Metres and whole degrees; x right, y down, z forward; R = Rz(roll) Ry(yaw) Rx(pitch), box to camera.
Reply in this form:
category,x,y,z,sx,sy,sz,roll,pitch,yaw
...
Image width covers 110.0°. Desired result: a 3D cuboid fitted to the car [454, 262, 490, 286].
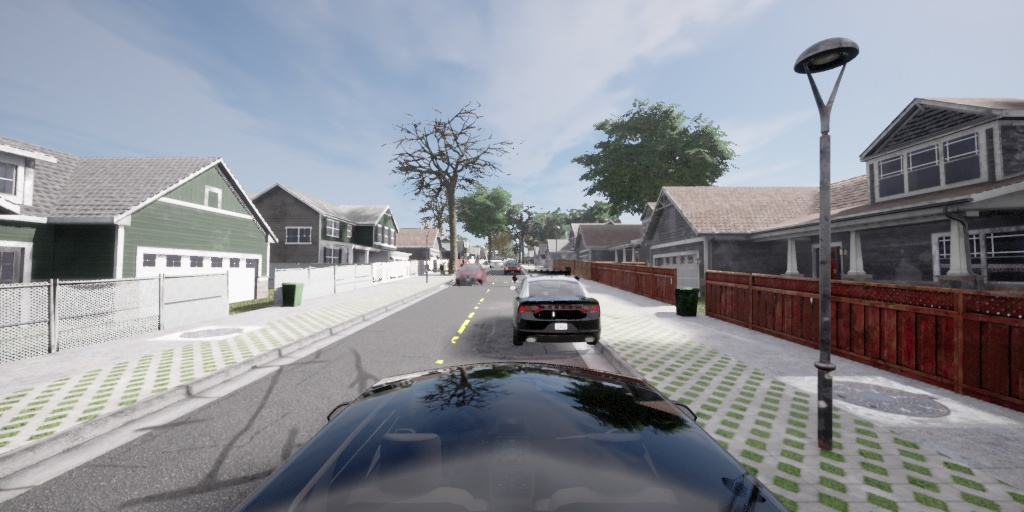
category,x,y,z,sx,sy,sz,roll,pitch,yaw
car,-2.847,1.280,25.667,1.812,1.442,4.674,0,0,0

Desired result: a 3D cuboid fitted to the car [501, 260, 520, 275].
category,x,y,z,sx,sy,sz,roll,pitch,yaw
car,0.086,1.379,39.520,1.895,1.301,4.718,0,0,0

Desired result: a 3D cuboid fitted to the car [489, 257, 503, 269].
category,x,y,z,sx,sy,sz,roll,pitch,yaw
car,-2.742,1.115,62.555,2.150,2.045,5.566,0,0,0

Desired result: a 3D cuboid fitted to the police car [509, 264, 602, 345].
category,x,y,z,sx,sy,sz,roll,pitch,yaw
police car,0.964,1.178,9.624,1.930,1.638,5.238,0,0,0
